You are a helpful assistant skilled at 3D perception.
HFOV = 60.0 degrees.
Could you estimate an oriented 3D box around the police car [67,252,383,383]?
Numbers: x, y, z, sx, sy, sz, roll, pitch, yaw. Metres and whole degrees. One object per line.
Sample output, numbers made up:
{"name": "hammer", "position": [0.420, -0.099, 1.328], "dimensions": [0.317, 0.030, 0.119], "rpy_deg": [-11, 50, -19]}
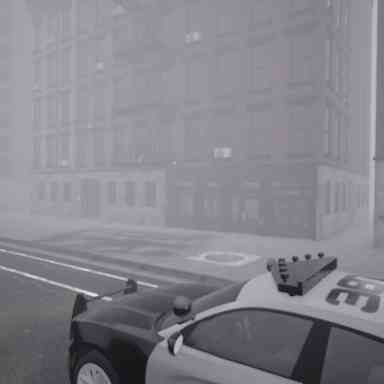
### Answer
{"name": "police car", "position": [0.870, 1.413, 2.940], "dimensions": [5.238, 1.638, 1.930], "rpy_deg": [1, 1, 35]}
